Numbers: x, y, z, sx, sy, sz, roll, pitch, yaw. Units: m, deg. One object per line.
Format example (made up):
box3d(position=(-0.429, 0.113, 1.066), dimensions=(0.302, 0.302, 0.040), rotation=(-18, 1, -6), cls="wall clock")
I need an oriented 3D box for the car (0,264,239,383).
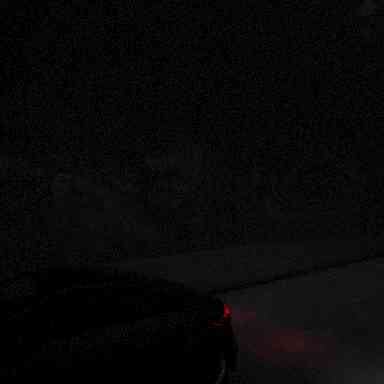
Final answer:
box3d(position=(-1.511, 1.564, 3.507), dimensions=(4.181, 1.385, 1.994), rotation=(0, 0, -35), cls="car")
